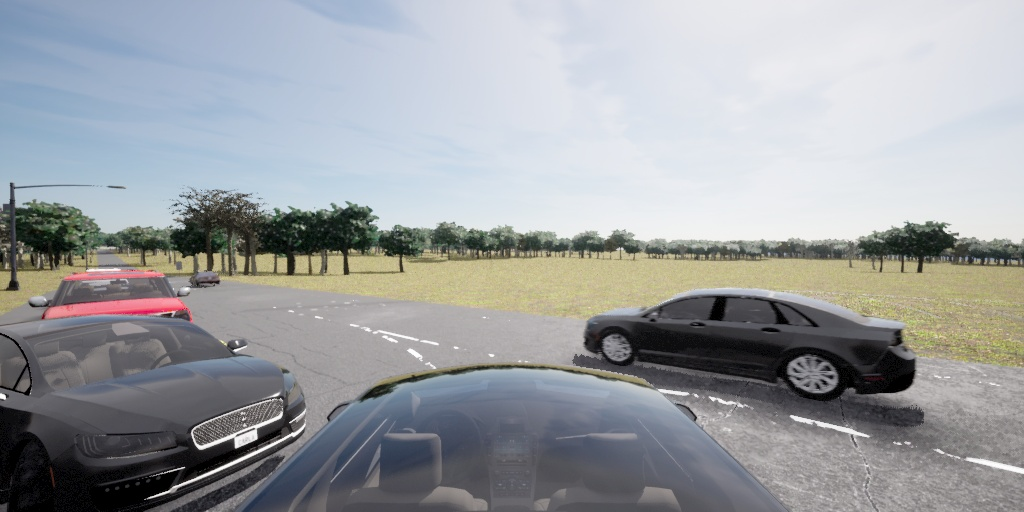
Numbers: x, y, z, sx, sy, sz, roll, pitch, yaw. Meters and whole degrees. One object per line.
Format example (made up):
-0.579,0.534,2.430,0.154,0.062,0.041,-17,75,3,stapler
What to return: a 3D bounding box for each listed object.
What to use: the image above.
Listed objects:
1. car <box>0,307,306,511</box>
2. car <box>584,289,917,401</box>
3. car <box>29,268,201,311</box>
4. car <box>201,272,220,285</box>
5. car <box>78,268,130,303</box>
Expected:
-4.564,1.445,3.981,4.892,1.490,1.837,-3,-3,21,car
3.679,1.353,6.539,4.892,1.490,1.837,-2,-1,41,car
-9.480,1.385,8.621,5.566,2.045,2.150,-2,0,41,car
-31.910,2.345,37.223,5.357,1.411,2.033,-2,0,41,car
-28.083,1.889,24.686,5.566,2.045,2.150,-2,0,41,car
